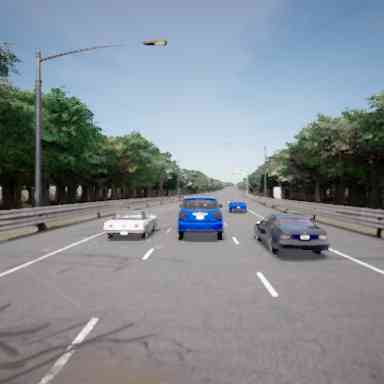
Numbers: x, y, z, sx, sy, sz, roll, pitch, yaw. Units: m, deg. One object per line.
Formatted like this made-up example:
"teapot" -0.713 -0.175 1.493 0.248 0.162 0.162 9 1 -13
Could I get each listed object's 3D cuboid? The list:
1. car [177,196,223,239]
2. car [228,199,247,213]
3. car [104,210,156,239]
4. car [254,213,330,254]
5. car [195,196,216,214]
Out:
"car" 0.459 1.225 17.485 2.150 2.045 5.566 0 0 2
"car" 5.160 1.490 37.981 1.882 1.535 5.008 0 0 4
"car" -3.043 1.601 17.493 1.895 1.301 4.718 0 0 2
"car" 3.826 1.552 13.567 2.033 1.411 5.357 0 0 2
"car" 1.469 1.361 35.584 2.097 1.767 4.553 0 0 4
